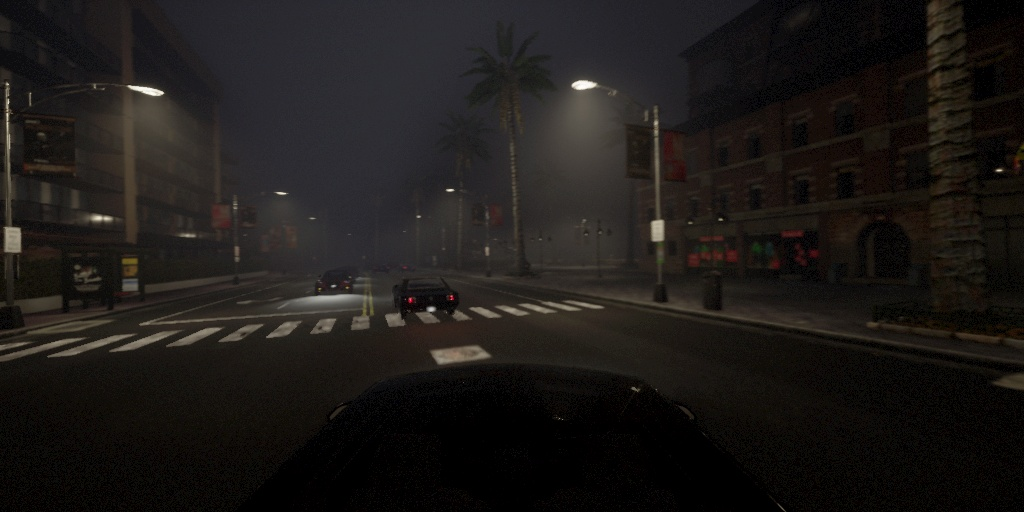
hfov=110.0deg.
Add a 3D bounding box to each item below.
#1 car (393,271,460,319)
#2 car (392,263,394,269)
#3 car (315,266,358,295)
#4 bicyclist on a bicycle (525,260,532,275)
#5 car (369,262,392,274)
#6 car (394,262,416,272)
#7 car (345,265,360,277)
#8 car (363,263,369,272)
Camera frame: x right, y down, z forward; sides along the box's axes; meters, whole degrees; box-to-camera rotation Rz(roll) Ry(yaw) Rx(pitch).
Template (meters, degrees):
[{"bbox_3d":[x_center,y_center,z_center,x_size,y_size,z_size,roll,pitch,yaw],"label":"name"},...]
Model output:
[{"bbox_3d":[-3.414,1.429,13.524,1.895,1.301,4.718,-1,0,-22],"label":"car"},{"bbox_3d":[-20.213,1.686,60.627,1.882,1.535,5.008,-1,0,-34],"label":"car"},{"bbox_3d":[-10.975,1.560,22.401,1.994,1.385,4.181,-1,0,-22],"label":"car"},{"bbox_3d":[1.175,1.031,30.969,1.656,1.620,0.582,-2,0,-22],"label":"bicyclist on a bicycle"},{"bbox_3d":[-18.356,1.729,50.022,1.994,1.385,4.181,-1,0,-26],"label":"car"},{"bbox_3d":[-15.127,1.642,51.367,2.033,1.411,5.357,-1,0,-26],"label":"car"},{"bbox_3d":[-14.498,1.623,31.166,2.033,1.411,5.357,-1,0,-22],"label":"car"},{"bbox_3d":[-23.161,1.798,58.743,1.812,1.442,4.674,-1,0,-34],"label":"car"}]
